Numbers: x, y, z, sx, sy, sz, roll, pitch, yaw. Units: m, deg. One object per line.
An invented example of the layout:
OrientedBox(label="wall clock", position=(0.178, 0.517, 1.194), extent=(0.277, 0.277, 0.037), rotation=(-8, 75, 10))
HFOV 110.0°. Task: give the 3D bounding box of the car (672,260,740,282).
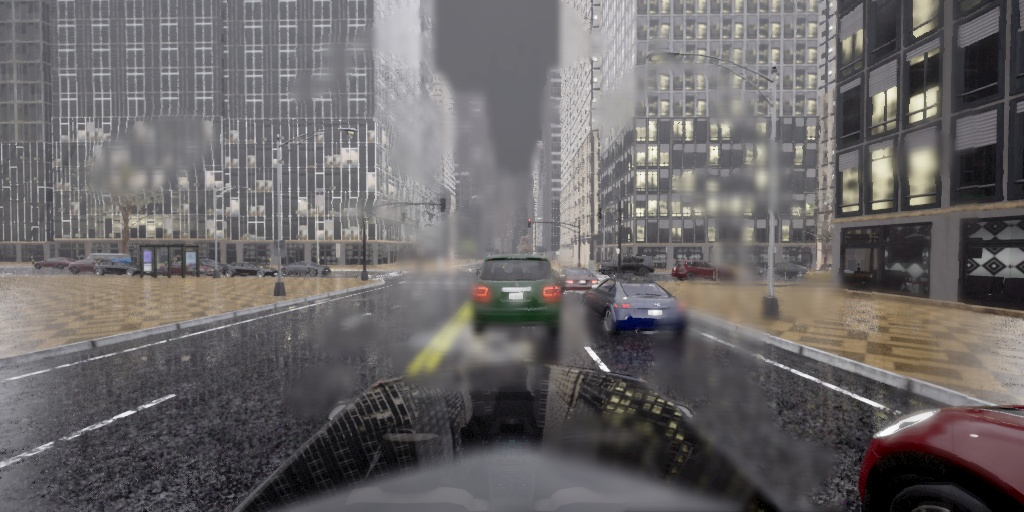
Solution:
OrientedBox(label="car", position=(16.251, 1.268, 30.533), extent=(5.009, 1.841, 2.192), rotation=(0, 0, 1))

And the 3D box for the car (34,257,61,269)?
OrientedBox(label="car", position=(-50.893, 0.791, 40.275), extent=(4.207, 1.307, 1.802), rotation=(0, 0, 1))

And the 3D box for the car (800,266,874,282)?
OrientedBox(label="car", position=(27.698, 1.577, 30.313), extent=(4.829, 1.417, 1.751), rotation=(0, 0, 1))

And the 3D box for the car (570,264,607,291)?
OrientedBox(label="car", position=(3.388, 1.287, 19.740), extent=(2.033, 1.411, 5.357), rotation=(0, 0, 0))

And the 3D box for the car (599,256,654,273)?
OrientedBox(label="car", position=(11.504, 1.038, 36.398), extent=(5.566, 2.045, 2.150), rotation=(0, 1, 1))

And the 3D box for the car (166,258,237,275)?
OrientedBox(label="car", position=(-29.370, 0.993, 33.993), extent=(4.902, 1.511, 2.128), rotation=(1, 1, 1))

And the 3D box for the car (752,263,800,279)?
OrientedBox(label="car", position=(26.911, 1.457, 36.106), extent=(4.892, 1.490, 1.837), rotation=(1, 1, 1))

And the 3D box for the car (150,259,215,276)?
OrientedBox(label="car", position=(-28.357, 1.137, 31.282), extent=(4.207, 1.307, 1.802), rotation=(0, 0, 1))

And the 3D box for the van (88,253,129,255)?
OrientedBox(label="van", position=(-45.211, 0.603, 40.149), extent=(3.998, 1.789, 1.690), rotation=(0, 0, 1))

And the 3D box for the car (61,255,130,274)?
OrientedBox(label="car", position=(-39.442, 0.936, 34.224), extent=(4.674, 1.442, 1.812), rotation=(1, 1, 2))

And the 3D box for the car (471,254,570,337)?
OrientedBox(label="car", position=(0.117, 0.967, 10.405), extent=(2.150, 2.045, 5.566), rotation=(0, 0, 0))

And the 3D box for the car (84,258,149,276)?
OrientedBox(label="car", position=(-34.037, 1.068, 31.466), extent=(4.313, 1.339, 1.948), rotation=(0, 0, 1))

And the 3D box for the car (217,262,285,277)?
OrientedBox(label="car", position=(-22.673, 1.172, 31.137), extent=(4.313, 1.339, 1.948), rotation=(0, 0, 1))

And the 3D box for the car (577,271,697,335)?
OrientedBox(label="car", position=(3.374, 1.309, 10.498), extent=(1.994, 1.385, 4.181), rotation=(0, 0, -1))

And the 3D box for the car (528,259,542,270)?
OrientedBox(label="car", position=(3.428, 1.214, 54.055), extent=(1.837, 1.490, 4.892), rotation=(0, 0, 0))

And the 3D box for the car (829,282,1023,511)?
OrientedBox(label="car", position=(3.344, 1.103, 0.454), extent=(2.097, 1.767, 4.553), rotation=(0, 0, 0))

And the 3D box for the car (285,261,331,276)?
OrientedBox(label="car", position=(-19.401, 1.156, 33.771), extent=(4.181, 1.385, 1.994), rotation=(1, 1, 1))
